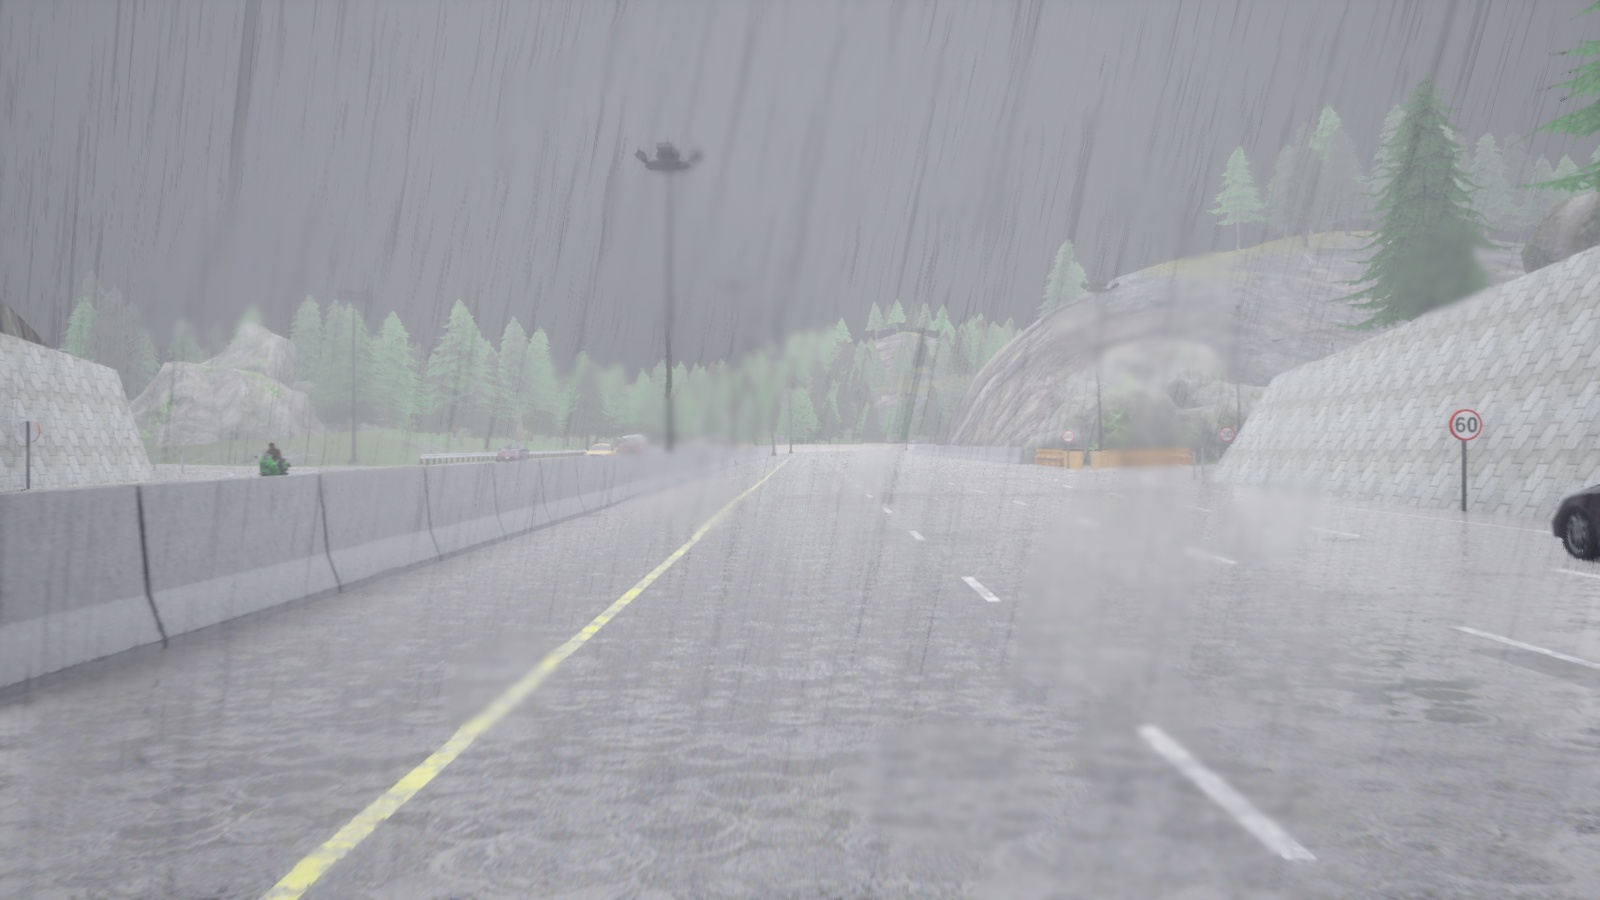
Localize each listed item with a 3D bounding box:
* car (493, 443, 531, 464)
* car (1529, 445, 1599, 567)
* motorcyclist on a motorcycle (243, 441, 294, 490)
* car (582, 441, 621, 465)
[{"bbox_3d":[-20.477,0.240,89.453,1.845,1.501,3.633,0,0,0],"label":"car"},{"bbox_3d":[10.598,0.686,14.608,1.816,1.474,4.193,0,0,0],"label":"car"},{"bbox_3d":[-17.253,0.484,40.825,0.797,1.523,2.044,0,0,0],"label":"motorcyclist on a motorcycle"},{"bbox_3d":[-13.498,0.192,85.670,1.801,1.575,5.366,0,0,0],"label":"car"}]
